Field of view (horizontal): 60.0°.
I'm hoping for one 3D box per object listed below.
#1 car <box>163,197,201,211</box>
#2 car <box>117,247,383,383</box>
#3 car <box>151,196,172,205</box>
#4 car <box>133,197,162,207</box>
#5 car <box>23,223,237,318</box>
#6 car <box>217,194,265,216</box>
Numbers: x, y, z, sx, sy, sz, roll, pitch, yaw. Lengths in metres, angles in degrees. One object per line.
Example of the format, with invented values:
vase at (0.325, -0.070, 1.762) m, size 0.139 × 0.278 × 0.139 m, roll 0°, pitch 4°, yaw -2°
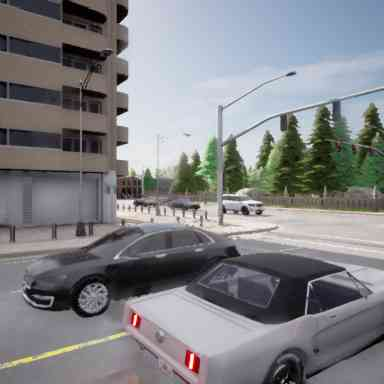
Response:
car at (-1.136, 1.603, 42.699) m, size 2.033 × 1.411 × 5.357 m, roll 0°, pitch 0°, yaw -36°
car at (1.537, 1.601, 4.875) m, size 4.718 × 1.301 × 1.895 m, roll 0°, pitch 0°, yaw -35°
car at (-5.669, 1.581, 61.340) m, size 1.812 × 1.442 × 4.674 m, roll 0°, pitch 0°, yaw -36°
car at (-7.268, 1.603, 51.256) m, size 2.033 × 1.411 × 5.357 m, roll 0°, pitch 0°, yaw -36°
car at (-1.088, 1.505, 7.523) m, size 4.892 × 1.490 × 1.837 m, roll 0°, pitch 0°, yaw -36°
car at (4.931, 1.278, 34.273) m, size 2.150 × 2.045 × 5.566 m, roll 0°, pitch 0°, yaw -36°
